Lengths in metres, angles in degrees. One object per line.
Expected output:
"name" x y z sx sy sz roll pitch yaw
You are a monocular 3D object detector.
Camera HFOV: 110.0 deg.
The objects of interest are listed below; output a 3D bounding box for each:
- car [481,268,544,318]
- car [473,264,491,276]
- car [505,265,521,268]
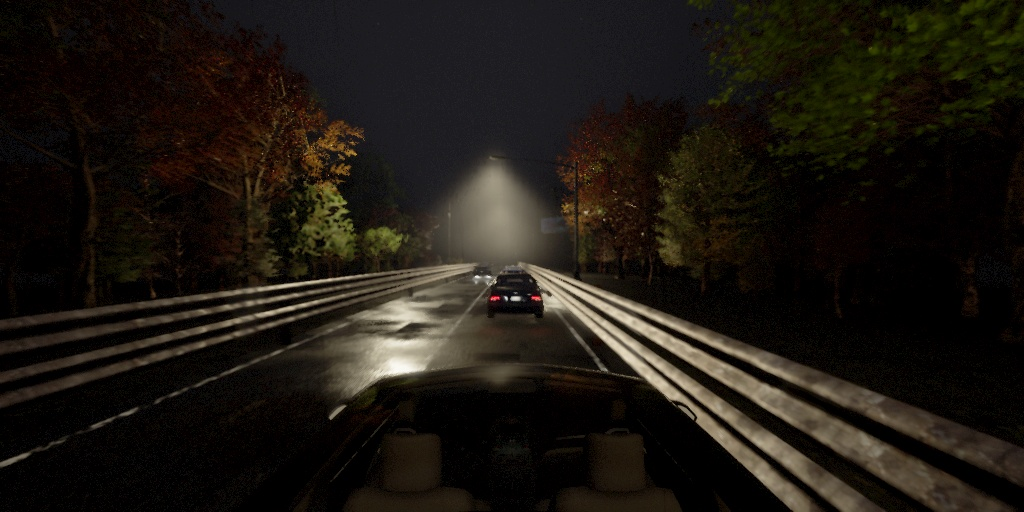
"car" 0.100 1.313 13.073 2.033 1.411 5.357 0 0 0
"car" -3.323 1.566 41.421 1.994 1.385 4.181 0 -1 0
"car" 0.110 1.527 33.948 1.895 1.301 4.718 0 -1 0
